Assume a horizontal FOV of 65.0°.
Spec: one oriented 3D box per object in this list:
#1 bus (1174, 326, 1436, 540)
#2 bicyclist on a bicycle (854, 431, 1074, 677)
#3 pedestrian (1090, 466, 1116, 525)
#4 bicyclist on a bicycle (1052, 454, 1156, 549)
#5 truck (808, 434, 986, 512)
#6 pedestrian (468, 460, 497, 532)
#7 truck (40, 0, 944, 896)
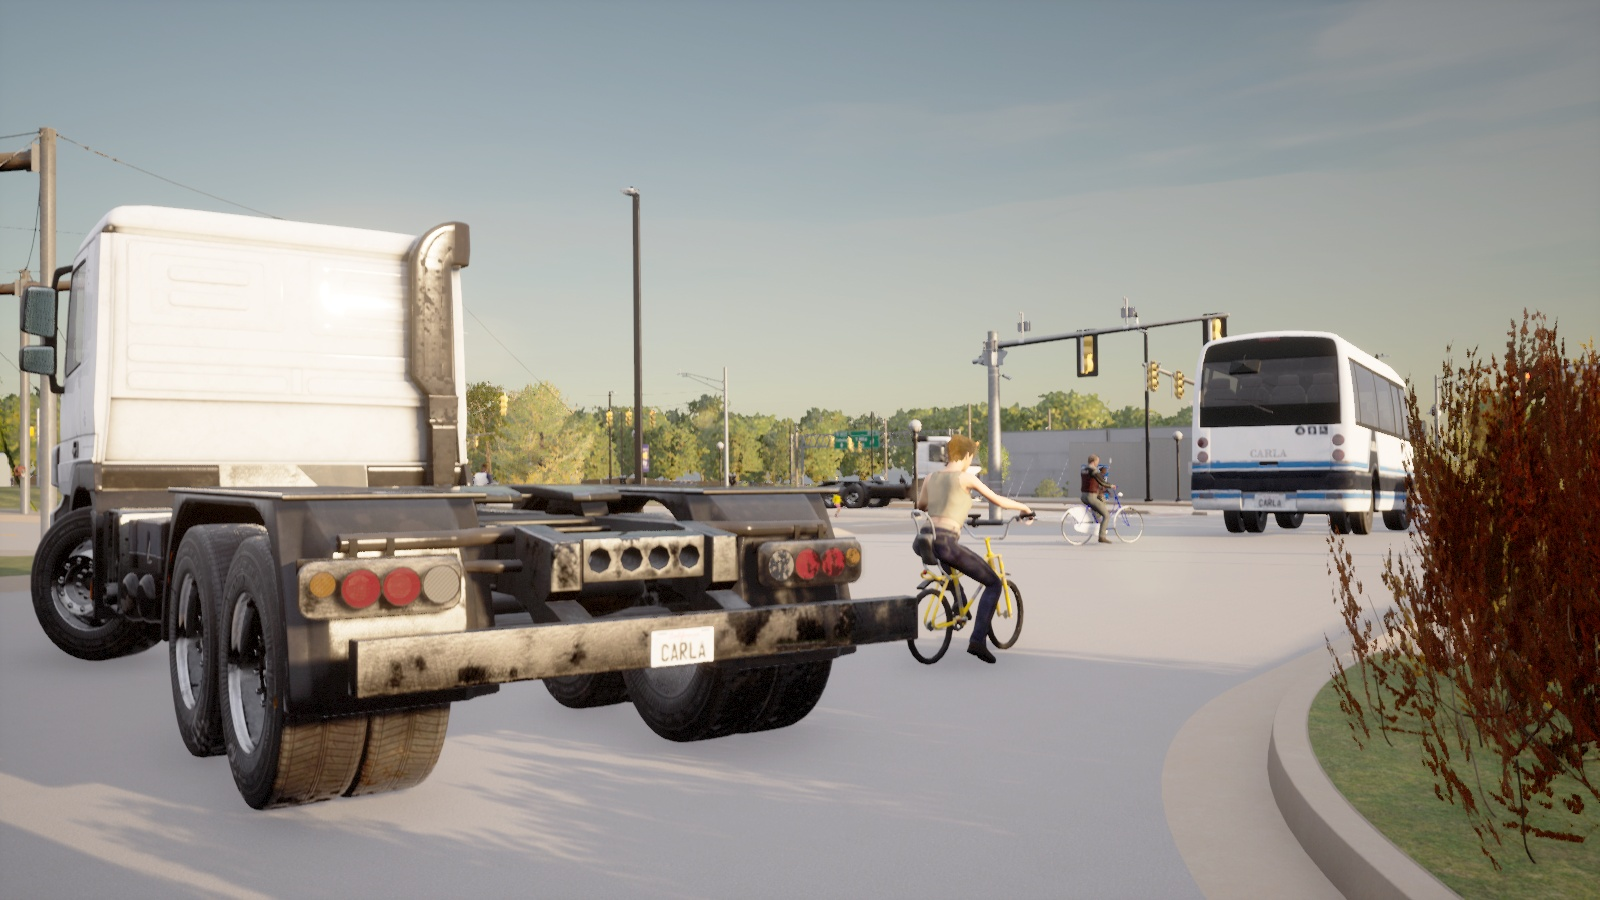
[{"bbox_3d":[12.499,-0.118,30.270,3.944,4.253,10.273,-1,-3,33],"label":"bus"},{"bbox_3d":[1.213,0.699,9.109,0.866,1.612,1.509,-2,-2,42],"label":"bicyclist on a bicycle"},{"bbox_3d":[9.615,1.439,39.868,0.703,1.840,0.431,-1,-1,23],"label":"pedestrian"},{"bbox_3d":[5.913,0.986,24.438,1.843,1.776,0.659,-1,-1,-17],"label":"bicyclist on a bicycle"},{"bbox_3d":[4.523,1.090,59.198,7.936,3.462,2.891,-1,-1,33],"label":"truck"},{"bbox_3d":[-8.157,1.179,32.272,0.354,1.836,0.706,-1,-1,23],"label":"pedestrian"},{"bbox_3d":[-2.848,-0.188,8.236,2.891,3.462,7.936,1,-1,-37],"label":"truck"}]
